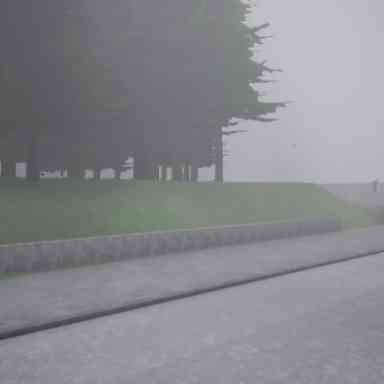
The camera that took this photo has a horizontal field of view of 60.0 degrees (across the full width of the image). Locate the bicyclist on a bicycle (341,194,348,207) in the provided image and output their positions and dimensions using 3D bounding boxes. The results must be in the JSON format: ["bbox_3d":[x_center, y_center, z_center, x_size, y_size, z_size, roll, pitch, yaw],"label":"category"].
[{"bbox_3d":[19.897,1.135,43.266,1.656,1.620,0.582,-1,0,-36],"label":"bicyclist on a bicycle"}]
